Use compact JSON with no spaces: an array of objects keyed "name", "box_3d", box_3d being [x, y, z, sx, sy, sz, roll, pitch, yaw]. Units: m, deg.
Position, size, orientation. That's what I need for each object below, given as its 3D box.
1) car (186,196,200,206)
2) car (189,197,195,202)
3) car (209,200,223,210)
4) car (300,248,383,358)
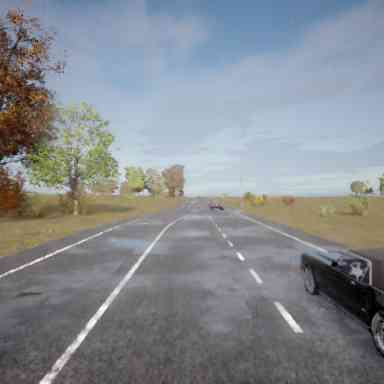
[{"name":"car","box_3d":[-0.002,1.819,66.173,2.097,1.767,4.553,0,0,0]},{"name":"car","box_3d":[-0.002,2.106,92.214,1.837,1.490,4.892,0,0,0]},{"name":"car","box_3d":[3.497,1.890,49.019,2.033,1.411,5.357,0,0,0]},{"name":"car","box_3d":[3.498,1.642,5.892,1.895,1.301,4.718,0,0,0]}]
